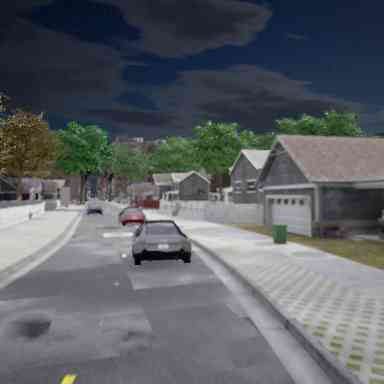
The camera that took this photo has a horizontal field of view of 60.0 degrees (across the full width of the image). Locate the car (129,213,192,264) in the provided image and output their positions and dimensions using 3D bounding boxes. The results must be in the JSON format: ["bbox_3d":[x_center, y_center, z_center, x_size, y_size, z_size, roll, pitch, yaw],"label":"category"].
[{"bbox_3d":[-1.233,1.735,12.607,1.994,1.385,4.181,0,-1,-9],"label":"car"}]

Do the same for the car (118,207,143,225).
[{"bbox_3d":[-4.972,1.942,27.527,1.994,1.385,4.181,0,-1,-16],"label":"car"}]

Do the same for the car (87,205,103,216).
[{"bbox_3d":[-11.733,2.175,40.290,1.895,1.301,4.718,0,-1,-16],"label":"car"}]
